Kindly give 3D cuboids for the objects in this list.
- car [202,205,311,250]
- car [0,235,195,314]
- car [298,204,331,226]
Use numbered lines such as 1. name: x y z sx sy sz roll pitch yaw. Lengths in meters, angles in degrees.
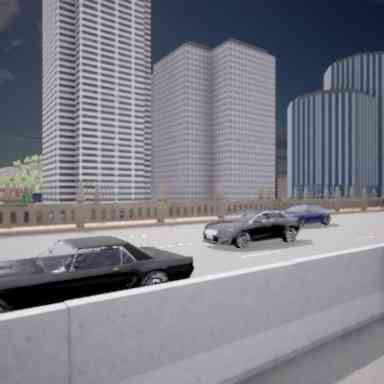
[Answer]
1. car: 2.694 1.507 14.529 4.902 1.511 2.128 0 0 -36
2. car: -2.355 1.607 6.613 4.718 1.301 1.895 0 0 -36
3. car: 7.423 1.550 22.215 4.674 1.442 1.812 0 0 -36
